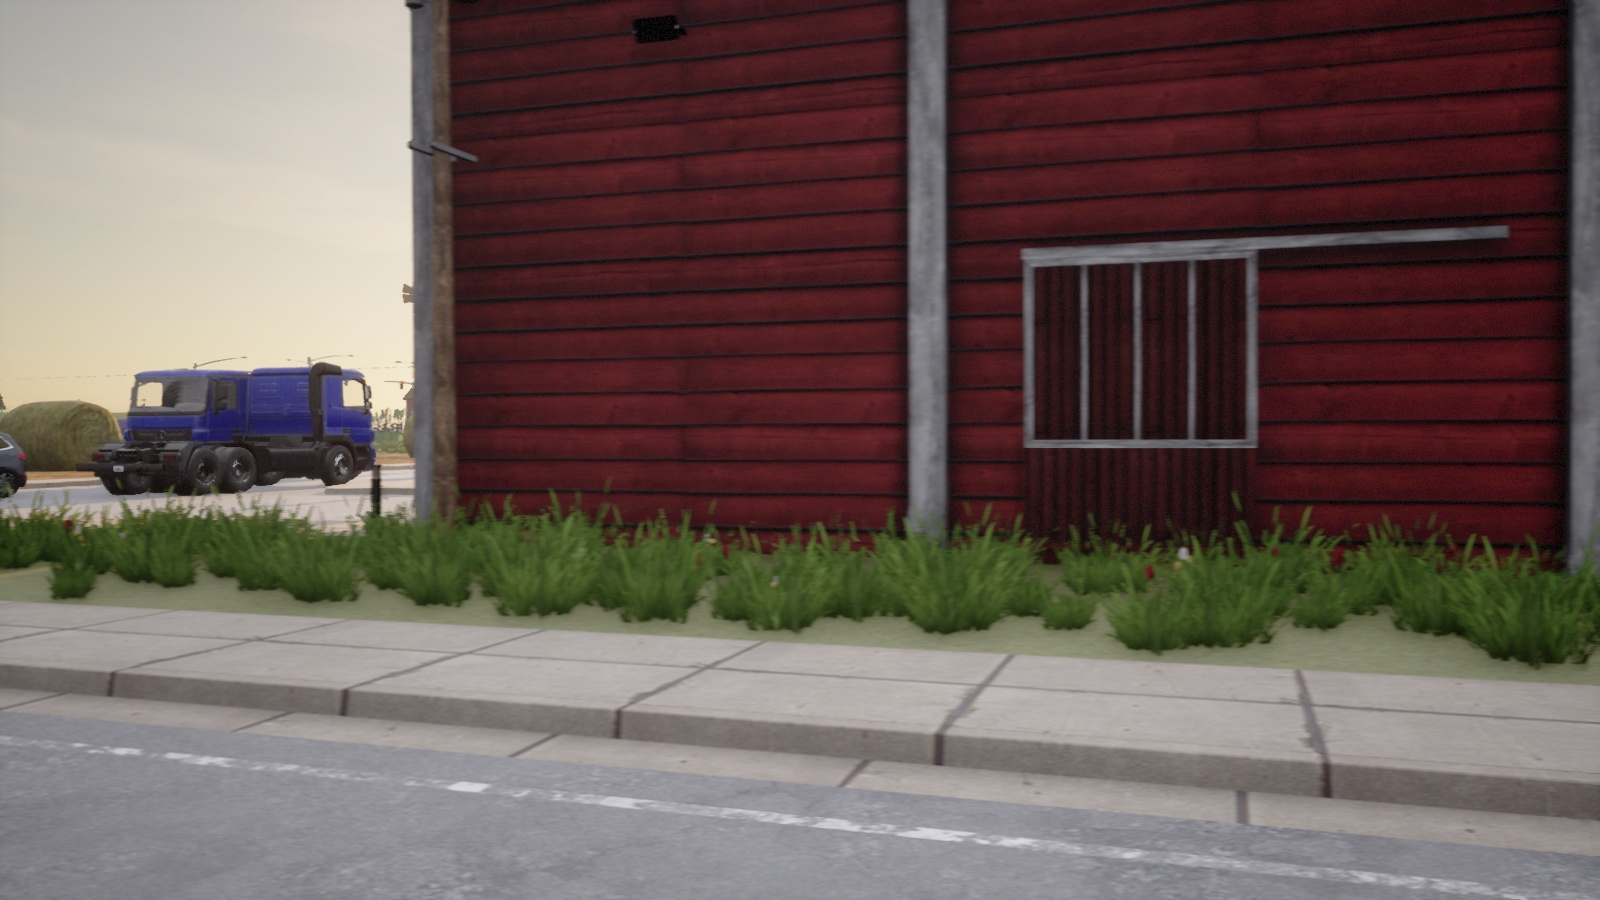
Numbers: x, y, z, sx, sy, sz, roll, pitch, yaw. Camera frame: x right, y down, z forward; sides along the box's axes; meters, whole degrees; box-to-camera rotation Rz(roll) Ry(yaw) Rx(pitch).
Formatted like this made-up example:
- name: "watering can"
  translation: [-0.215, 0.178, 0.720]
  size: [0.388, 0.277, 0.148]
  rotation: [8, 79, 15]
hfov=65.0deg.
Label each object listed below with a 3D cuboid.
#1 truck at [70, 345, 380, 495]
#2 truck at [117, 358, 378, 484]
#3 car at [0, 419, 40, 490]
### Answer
- name: "truck"
  translation: [-14.866, -0.769, 33.355]
  size: [2.891, 3.462, 7.936]
  rotation: [1, 1, 18]
- name: "truck"
  translation: [-16.771, -0.868, 38.930]
  size: [2.891, 3.462, 7.936]
  rotation: [1, 1, 18]
- name: "car"
  translation: [-20.107, 0.110, 28.419]
  size: [2.242, 1.667, 4.611]
  rotation: [0, 1, 18]
